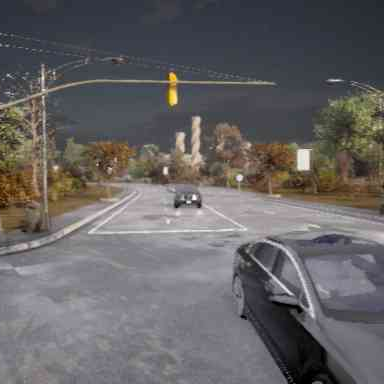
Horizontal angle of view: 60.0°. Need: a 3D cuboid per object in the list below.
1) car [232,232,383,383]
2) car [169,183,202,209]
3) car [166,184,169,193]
[{"bbox_3d":[1.773,1.356,4.065,2.128,1.511,4.902,-1,2,-5],"label":"car"},{"bbox_3d":[-0.506,0.296,27.992,2.150,2.045,5.566,-1,2,-5],"label":"car"},{"bbox_3d":[-3.282,-0.654,55.380,2.128,1.511,4.902,-1,3,-8],"label":"car"}]
